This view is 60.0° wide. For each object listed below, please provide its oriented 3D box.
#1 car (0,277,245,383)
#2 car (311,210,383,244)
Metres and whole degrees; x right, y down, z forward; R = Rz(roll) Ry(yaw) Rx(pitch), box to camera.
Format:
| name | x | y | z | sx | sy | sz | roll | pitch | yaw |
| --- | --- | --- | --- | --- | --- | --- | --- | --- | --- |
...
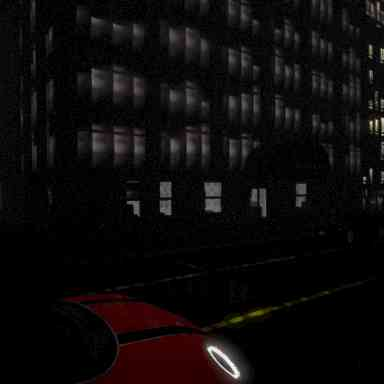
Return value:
| name | x | y | z | sx | sy | sz | roll | pitch | yaw |
| --- | --- | --- | --- | --- | --- | --- | --- | --- | --- |
| car | -1.729 | 1.351 | 2.201 | 4.553 | 1.767 | 2.097 | 0 | 0 | -36 |
| car | 7.474 | 1.541 | 15.764 | 4.507 | 1.381 | 1.887 | 0 | -1 | -35 |
